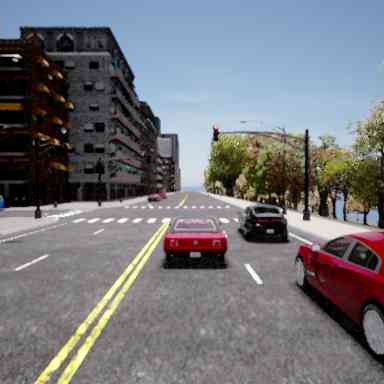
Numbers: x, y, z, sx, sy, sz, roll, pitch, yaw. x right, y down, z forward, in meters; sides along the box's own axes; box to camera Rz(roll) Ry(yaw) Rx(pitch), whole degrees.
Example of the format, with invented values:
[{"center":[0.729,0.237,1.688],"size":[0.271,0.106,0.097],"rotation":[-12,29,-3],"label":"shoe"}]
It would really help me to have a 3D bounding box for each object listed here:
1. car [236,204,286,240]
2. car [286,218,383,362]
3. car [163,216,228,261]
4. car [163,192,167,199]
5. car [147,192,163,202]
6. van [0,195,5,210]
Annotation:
[{"center":[3.310,1.348,16.075],"size":[1.837,1.490,4.892],"rotation":[0,1,2],"label":"car"},{"center":[3.347,1.420,5.812],"size":[1.882,1.535,5.008],"rotation":[0,1,0],"label":"car"},{"center":[0.097,1.485,11.767],"size":[1.895,1.301,4.718],"rotation":[0,1,0],"label":"car"},{"center":[-6.516,0.803,72.535],"size":[1.882,1.535,5.008],"rotation":[0,1,0],"label":"car"},{"center":[-6.561,1.060,57.360],"size":[1.895,1.301,4.718],"rotation":[0,0,1],"label":"car"},{"center":[-22.739,1.251,36.419],"size":[3.998,1.788,1.690],"rotation":[-1,2,-1],"label":"van"}]
